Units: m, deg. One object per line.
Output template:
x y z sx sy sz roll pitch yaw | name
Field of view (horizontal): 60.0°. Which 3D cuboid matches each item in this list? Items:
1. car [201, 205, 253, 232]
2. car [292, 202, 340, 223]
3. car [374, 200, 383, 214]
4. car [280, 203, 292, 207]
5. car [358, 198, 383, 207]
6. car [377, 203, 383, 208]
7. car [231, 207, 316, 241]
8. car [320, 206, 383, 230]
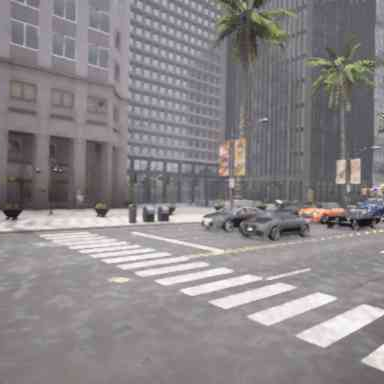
2.744 1.583 20.844 4.902 1.511 2.128 1 0 -39 | car
10.637 1.625 27.288 4.553 1.767 2.097 1 0 -39 | car
26.021 1.986 43.765 4.553 1.767 2.185 1 0 -40 | car
8.994 1.754 29.943 4.786 1.482 2.161 1 0 -40 | car
18.707 1.680 33.862 5.566 2.045 2.150 1 0 -39 | car
18.462 1.950 29.157 4.892 1.490 1.837 1 0 -39 | car
4.402 1.687 17.680 4.181 1.385 1.994 1 0 -39 | car
11.230 1.880 23.262 4.718 1.301 1.895 1 0 -39 | car
